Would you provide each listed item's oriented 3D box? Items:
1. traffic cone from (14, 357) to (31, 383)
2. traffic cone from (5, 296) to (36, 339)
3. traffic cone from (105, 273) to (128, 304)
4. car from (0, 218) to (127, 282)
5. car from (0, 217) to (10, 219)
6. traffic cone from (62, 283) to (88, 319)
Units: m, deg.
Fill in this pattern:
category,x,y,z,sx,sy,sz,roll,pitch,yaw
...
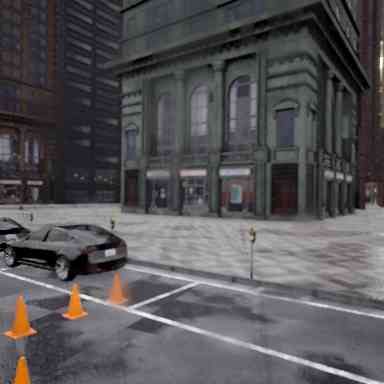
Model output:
category,x,y,z,sx,sy,sz,roll,pitch,yaw
traffic cone,-1.722,1.971,3.369,0.340,0.580,0.340,0,0,36
traffic cone,-2.753,1.979,5.353,0.340,0.580,0.340,0,0,36
traffic cone,-1.579,1.992,6.971,0.340,0.580,0.340,0,0,36
car,-3.799,1.612,9.857,4.313,1.339,1.947,0,0,36
car,-8.010,1.612,12.914,4.313,1.339,1.947,0,0,36
traffic cone,-2.166,1.985,6.162,0.340,0.580,0.340,0,0,36
